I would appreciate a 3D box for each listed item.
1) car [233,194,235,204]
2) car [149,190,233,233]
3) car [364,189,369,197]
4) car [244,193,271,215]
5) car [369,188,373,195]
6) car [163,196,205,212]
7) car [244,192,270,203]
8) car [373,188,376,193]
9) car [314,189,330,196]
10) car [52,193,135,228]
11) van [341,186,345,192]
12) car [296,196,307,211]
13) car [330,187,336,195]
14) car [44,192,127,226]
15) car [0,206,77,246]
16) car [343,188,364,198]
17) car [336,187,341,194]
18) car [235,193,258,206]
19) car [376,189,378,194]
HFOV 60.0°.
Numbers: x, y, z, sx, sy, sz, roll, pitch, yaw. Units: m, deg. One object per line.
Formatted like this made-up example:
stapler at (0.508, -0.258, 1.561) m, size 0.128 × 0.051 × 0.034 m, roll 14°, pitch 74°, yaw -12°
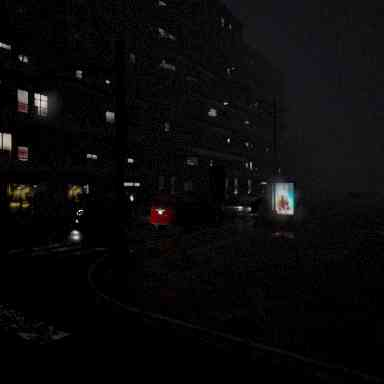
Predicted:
car at (5.707, 0.828, 40.659) m, size 2.008 × 1.369 × 4.403 m, roll 2°, pitch 2°, yaw 35°
car at (-0.137, 1.026, 17.730) m, size 2.192 × 1.841 × 5.009 m, roll 1°, pitch 2°, yaw 35°
car at (31.721, 0.098, 63.142) m, size 1.967 × 1.590 × 4.097 m, roll 1°, pitch 2°, yaw 35°
car at (6.233, 1.069, 26.818) m, size 1.947 × 1.339 × 4.313 m, roll 1°, pitch 2°, yaw 35°
car at (34.907, 0.095, 67.686) m, size 1.887 × 1.381 × 4.507 m, roll 1°, pitch 2°, yaw 35°
car at (-0.663, 1.069, 31.579) m, size 1.802 × 1.307 × 4.206 m, roll 2°, pitch 2°, yaw 35°
car at (8.892, 0.754, 45.199) m, size 1.802 × 1.307 × 4.206 m, roll 2°, pitch 2°, yaw 35°
car at (38.093, -0.012, 72.227) m, size 1.887 × 1.381 × 4.507 m, roll 1°, pitch 2°, yaw 35°
car at (28.004, -0.025, 72.434) m, size 1.967 × 1.590 × 4.097 m, roll 2°, pitch 2°, yaw 35°
car at (-5.642, 1.075, 19.996) m, size 2.097 × 1.767 × 4.553 m, roll 0°, pitch 1°, yaw 35°
van at (37.561, -0.446, 86.052) m, size 1.690 × 1.788 × 3.998 m, roll 2°, pitch 2°, yaw 35°
car at (9.419, 0.964, 31.359) m, size 1.947 × 1.339 × 4.313 m, roll 1°, pitch 2°, yaw 35°
car at (31.189, -0.028, 76.978) m, size 1.887 × 1.381 × 4.507 m, roll 2°, pitch 2°, yaw 35°
car at (-7.032, 1.009, 22.492) m, size 2.192 × 1.841 × 5.009 m, roll 1°, pitch 2°, yaw 35°
car at (-7.191, 1.457, 12.702) m, size 4.718 × 1.301 × 1.895 m, roll -1°, pitch 1°, yaw -41°
car at (28.536, 0.308, 58.604) m, size 1.887 × 1.381 × 4.507 m, roll 1°, pitch 2°, yaw 35°
car at (34.376, -0.240, 81.515) m, size 1.967 × 1.590 × 4.097 m, roll 2°, pitch 2°, yaw 35°
car at (7.042, 0.835, 38.039) m, size 1.812 × 1.442 × 4.674 m, roll 0°, pitch 1°, yaw 35°
car at (44.464, -0.221, 81.309) m, size 2.008 × 1.369 × 4.403 m, roll 1°, pitch 2°, yaw 35°
